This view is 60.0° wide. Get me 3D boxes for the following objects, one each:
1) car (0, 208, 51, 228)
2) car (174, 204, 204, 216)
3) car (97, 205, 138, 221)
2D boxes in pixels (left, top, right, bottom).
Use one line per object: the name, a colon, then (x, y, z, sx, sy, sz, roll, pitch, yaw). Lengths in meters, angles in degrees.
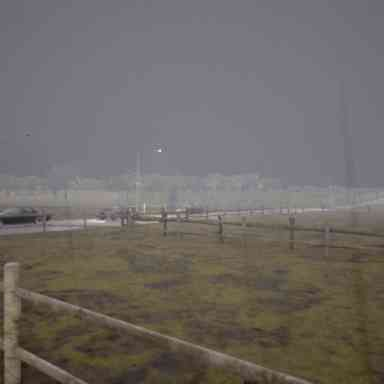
car: (-13.025, 1.836, 24.513, 1.895, 1.301, 4.718, 1, -1, 35)
car: (-0.318, 2.231, 42.536, 2.128, 1.511, 4.902, 1, -1, 36)
car: (-7.261, 2.016, 32.705, 1.994, 1.385, 4.181, 1, -1, 35)
